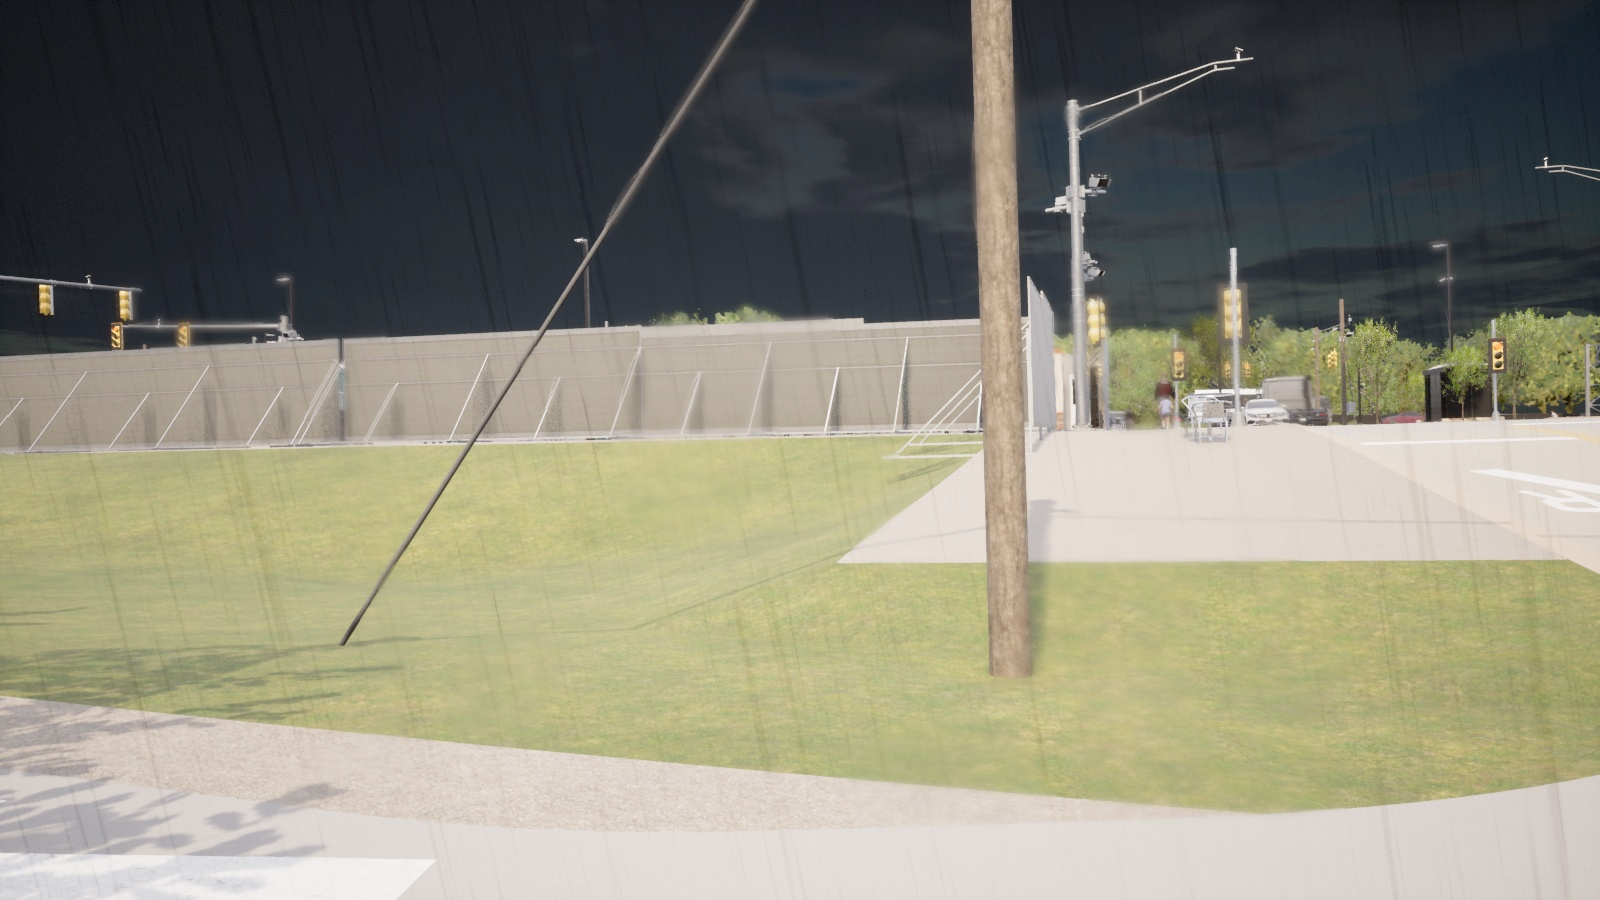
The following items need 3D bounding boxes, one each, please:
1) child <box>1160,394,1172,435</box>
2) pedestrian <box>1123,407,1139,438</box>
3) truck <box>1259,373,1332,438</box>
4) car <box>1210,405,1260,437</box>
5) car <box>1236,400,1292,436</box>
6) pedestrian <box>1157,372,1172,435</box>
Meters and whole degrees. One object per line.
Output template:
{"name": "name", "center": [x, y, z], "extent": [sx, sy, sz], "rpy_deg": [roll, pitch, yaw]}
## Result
{"name": "child", "center": [10.170, -0.983, 34.882], "extent": [0.255, 1.110, 0.394], "rpy_deg": [-1, 0, 20]}
{"name": "pedestrian", "center": [19.903, -1.654, 75.528], "extent": [0.563, 1.883, 0.849], "rpy_deg": [-1, 0, -9]}
{"name": "truck", "center": [29.001, -2.507, 73.824], "extent": [2.891, 3.462, 7.936], "rpy_deg": [-1, 0, 14]}
{"name": "car", "center": [24.225, -1.585, 70.105], "extent": [2.242, 1.667, 4.611], "rpy_deg": [-1, 0, 14]}
{"name": "car", "center": [20.680, -1.396, 56.103], "extent": [1.812, 1.442, 4.674], "rpy_deg": [-1, 0, 14]}
{"name": "pedestrian", "center": [10.909, -1.376, 37.601], "extent": [0.376, 1.854, 0.720], "rpy_deg": [-1, 0, 14]}
